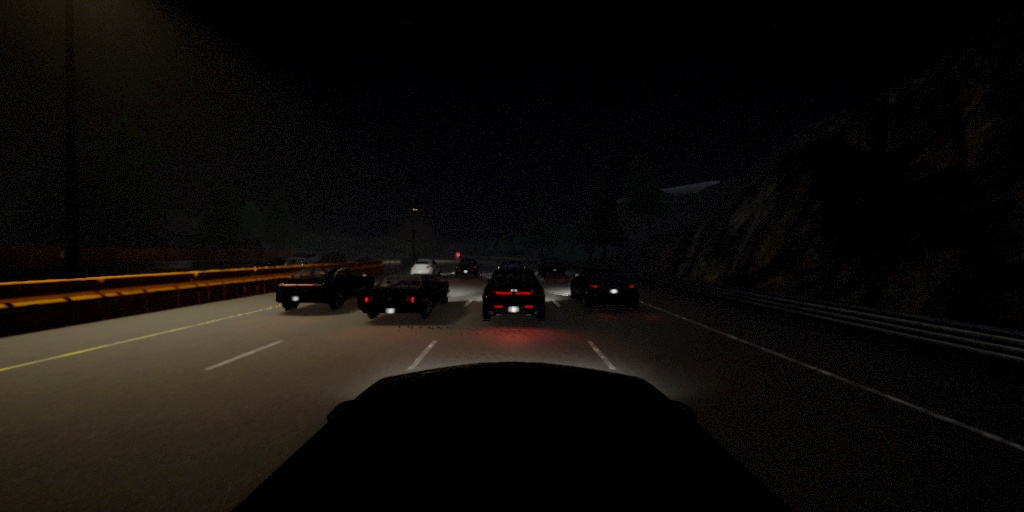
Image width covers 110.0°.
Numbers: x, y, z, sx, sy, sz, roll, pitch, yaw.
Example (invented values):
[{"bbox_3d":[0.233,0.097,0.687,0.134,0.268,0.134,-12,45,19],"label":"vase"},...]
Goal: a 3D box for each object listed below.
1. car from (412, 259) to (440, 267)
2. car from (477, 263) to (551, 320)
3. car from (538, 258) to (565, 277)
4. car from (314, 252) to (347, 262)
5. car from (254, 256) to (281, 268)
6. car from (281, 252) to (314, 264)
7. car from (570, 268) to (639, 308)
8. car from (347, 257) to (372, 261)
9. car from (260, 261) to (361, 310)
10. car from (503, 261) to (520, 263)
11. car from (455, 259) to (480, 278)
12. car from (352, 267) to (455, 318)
[{"bbox_3d":[-7.165,0.989,30.076,1.812,1.442,4.674,0,1,-2],"label":"car"},{"bbox_3d":[0.064,1.151,12.051,1.837,1.490,4.892,0,1,0],"label":"car"},{"bbox_3d":[3.305,0.934,30.860,1.882,1.535,5.008,0,1,-2],"label":"car"},{"bbox_3d":[-22.939,0.523,46.157,2.150,2.045,5.566,0,1,-9],"label":"car"},{"bbox_3d":[-29.737,0.798,44.241,1.882,1.535,5.008,0,1,-8],"label":"car"},{"bbox_3d":[-26.324,0.533,45.168,2.150,2.045,5.566,0,1,-8],"label":"car"},{"bbox_3d":[3.579,1.185,14.545,1.994,1.385,4.181,0,1,0],"label":"car"},{"bbox_3d":[-19.551,0.838,47.267,2.033,1.411,5.357,0,1,-9],"label":"car"},{"bbox_3d":[-6.924,1.120,13.915,2.128,1.511,4.902,0,1,0],"label":"car"},{"bbox_3d":[-0.025,1.062,25.100,2.033,1.411,5.357,0,1,0],"label":"car"},{"bbox_3d":[-3.664,0.991,29.984,1.812,1.442,4.674,0,1,-2],"label":"car"},{"bbox_3d":[-3.433,1.243,12.397,1.895,1.301,4.718,0,1,0],"label":"car"}]
